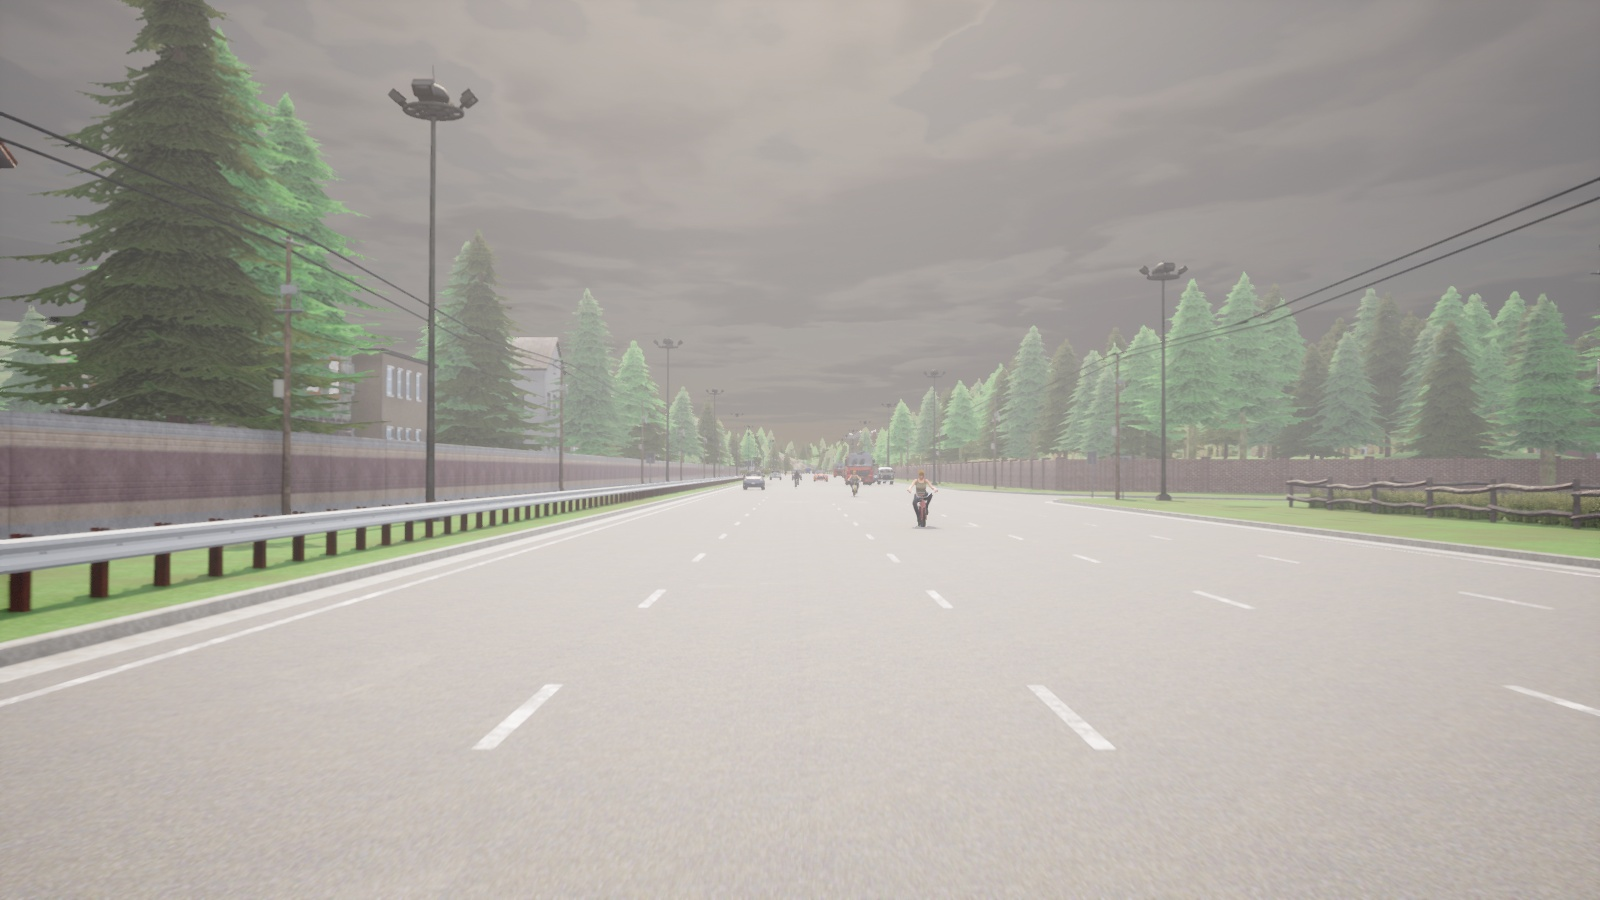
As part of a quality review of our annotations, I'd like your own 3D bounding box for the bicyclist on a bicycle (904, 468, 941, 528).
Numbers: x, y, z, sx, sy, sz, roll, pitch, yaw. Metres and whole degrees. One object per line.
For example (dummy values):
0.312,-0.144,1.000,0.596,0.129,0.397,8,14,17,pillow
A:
3.411,1.324,35.038,0.866,1.612,1.509,0,-1,0,bicyclist on a bicycle
